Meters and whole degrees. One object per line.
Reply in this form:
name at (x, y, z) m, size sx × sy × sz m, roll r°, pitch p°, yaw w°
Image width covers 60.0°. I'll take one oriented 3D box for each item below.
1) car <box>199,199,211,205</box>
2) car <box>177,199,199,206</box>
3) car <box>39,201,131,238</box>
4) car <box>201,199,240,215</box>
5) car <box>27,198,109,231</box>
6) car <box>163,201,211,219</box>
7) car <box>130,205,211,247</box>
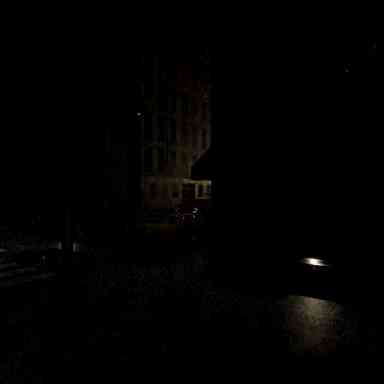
car at (2.868, 1.314, 19.639) m, size 2.192 × 1.841 × 5.009 m, roll 0°, pitch 0°, yaw 36°
car at (0.649, 1.321, 25.970) m, size 2.097 × 1.767 × 4.553 m, roll 0°, pitch 0°, yaw 35°
car at (-5.187, 1.457, 17.802) m, size 1.882 × 1.535 × 5.008 m, roll 0°, pitch 0°, yaw 34°
car at (2.944, 1.493, 33.554) m, size 1.887 × 1.381 × 4.507 m, roll 0°, pitch 0°, yaw 36°
car at (-6.959, 1.282, 19.693) m, size 2.192 × 1.841 × 5.009 m, roll 0°, pitch 0°, yaw 36°
car at (-0.357, 1.521, 28.934) m, size 1.947 × 1.339 × 4.313 m, roll 0°, pitch 0°, yaw 36°
car at (-0.337, 1.530, 15.158) m, size 1.752 × 1.417 × 4.829 m, roll 0°, pitch 0°, yaw 36°
